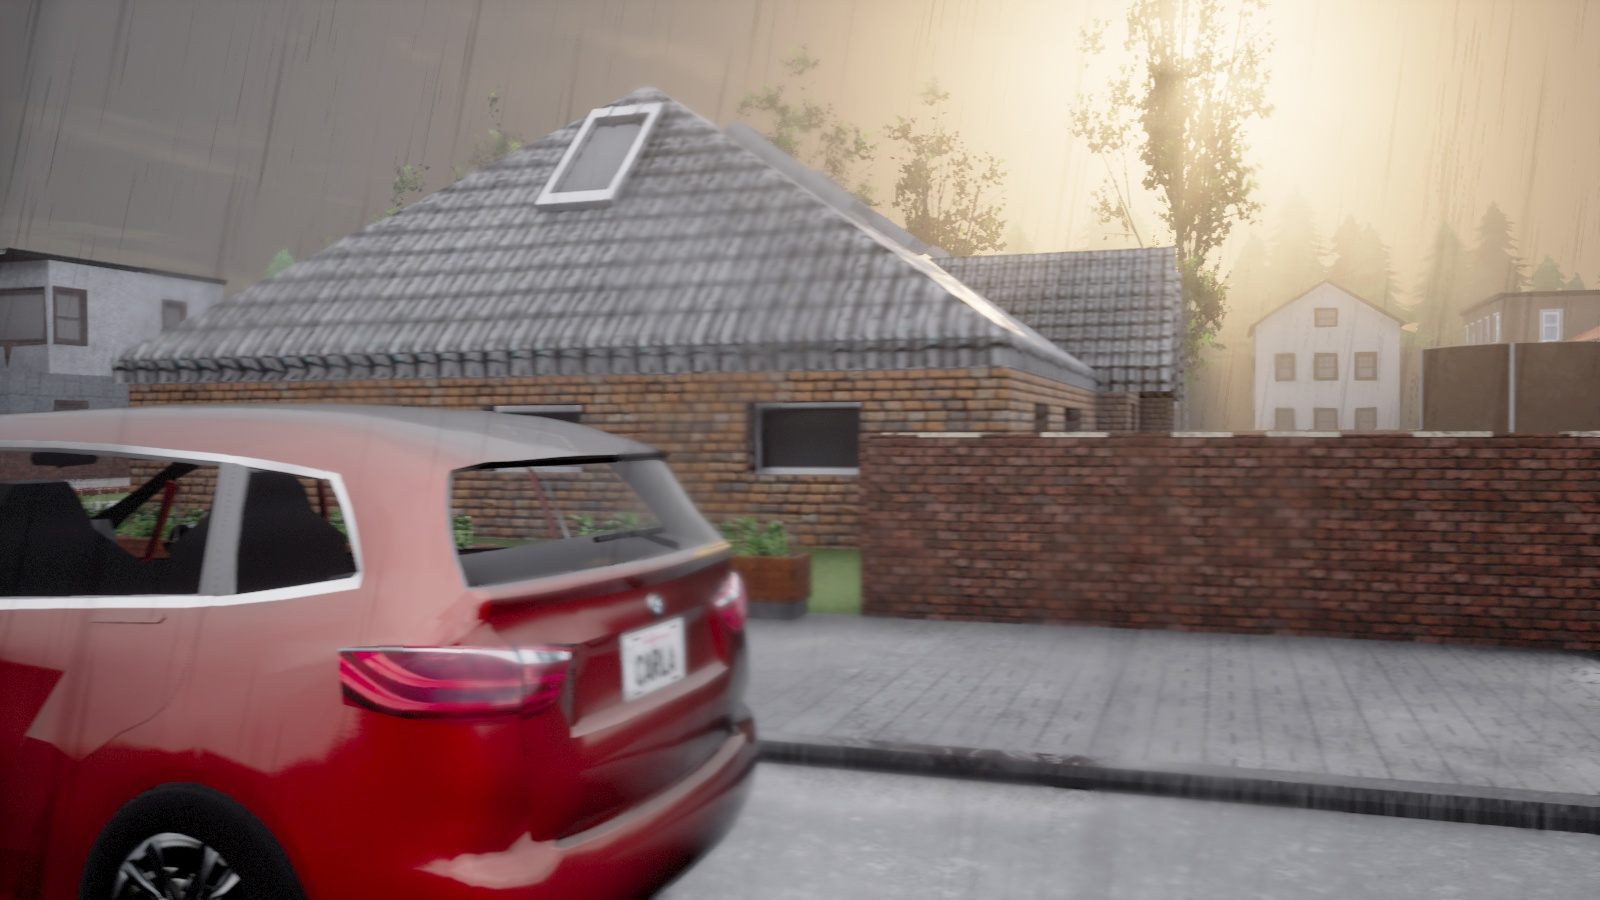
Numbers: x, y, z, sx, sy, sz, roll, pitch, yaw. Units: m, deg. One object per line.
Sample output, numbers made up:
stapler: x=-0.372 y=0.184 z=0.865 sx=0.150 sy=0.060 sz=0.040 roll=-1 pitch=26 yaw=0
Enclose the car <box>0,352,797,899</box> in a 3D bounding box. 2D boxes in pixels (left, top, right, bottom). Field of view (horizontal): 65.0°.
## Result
car: x=-2.565 y=0.588 z=4.545 sx=4.611 sy=1.667 sz=2.242 roll=1 pitch=1 yaw=20
